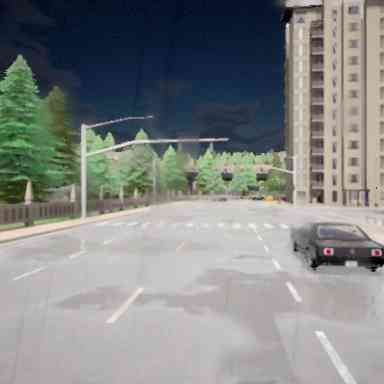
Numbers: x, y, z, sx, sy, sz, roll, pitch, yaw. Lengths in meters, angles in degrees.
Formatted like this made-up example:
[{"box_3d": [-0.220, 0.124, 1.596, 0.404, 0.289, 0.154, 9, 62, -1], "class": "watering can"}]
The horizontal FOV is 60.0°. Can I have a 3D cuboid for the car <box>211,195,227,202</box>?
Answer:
[{"box_3d": [7.066, 1.721, 81.353, 2.128, 1.511, 4.902, 0, 0, 23], "class": "car"}]

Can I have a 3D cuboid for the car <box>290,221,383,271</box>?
[{"box_3d": [4.522, 1.628, 11.048, 1.895, 1.301, 4.718, 0, 0, 7], "class": "car"}]

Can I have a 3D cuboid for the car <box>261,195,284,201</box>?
[{"box_3d": [21.635, 1.693, 89.136, 5.008, 1.535, 1.882, 0, 0, -35], "class": "car"}]

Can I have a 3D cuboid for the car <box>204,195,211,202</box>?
[{"box_3d": [4.557, 1.558, 84.261, 2.097, 1.767, 4.553, 0, 0, 23], "class": "car"}]

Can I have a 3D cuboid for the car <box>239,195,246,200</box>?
[{"box_3d": [16.390, 1.802, 93.932, 4.718, 1.301, 1.895, 0, 0, -40], "class": "car"}]

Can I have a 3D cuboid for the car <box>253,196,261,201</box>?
[{"box_3d": [18.741, 1.745, 91.323, 4.674, 1.442, 1.812, 0, 0, -40], "class": "car"}]
